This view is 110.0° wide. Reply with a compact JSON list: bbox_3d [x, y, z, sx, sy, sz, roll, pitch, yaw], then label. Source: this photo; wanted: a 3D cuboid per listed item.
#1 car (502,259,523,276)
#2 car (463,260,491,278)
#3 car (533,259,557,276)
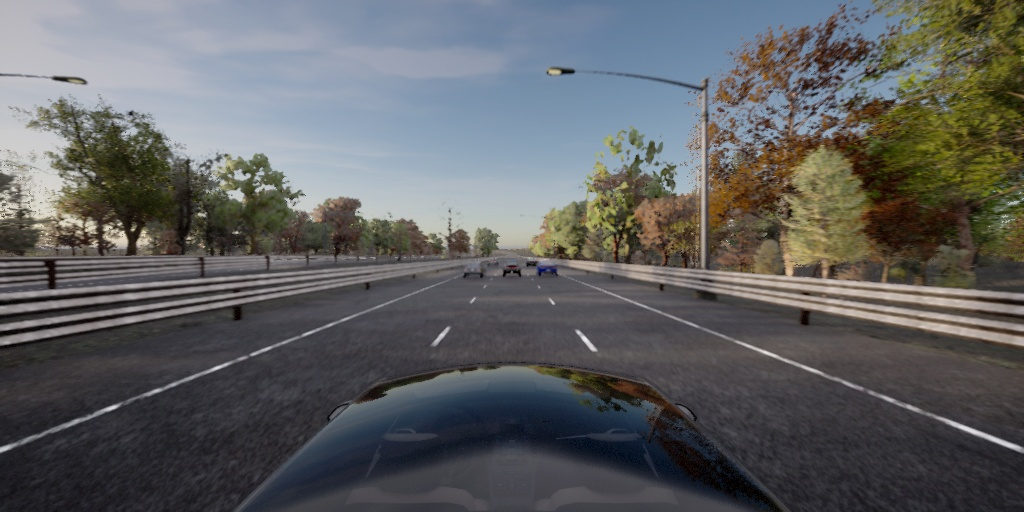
[{"bbox_3d":[0.020,1.252,36.348,1.837,1.490,4.892,0,0,1],"label":"car"},{"bbox_3d":[-3.500,1.293,34.265,2.033,1.411,5.357,0,0,0],"label":"car"},{"bbox_3d":[3.524,1.224,36.904,1.882,1.535,5.008,0,0,1],"label":"car"}]
